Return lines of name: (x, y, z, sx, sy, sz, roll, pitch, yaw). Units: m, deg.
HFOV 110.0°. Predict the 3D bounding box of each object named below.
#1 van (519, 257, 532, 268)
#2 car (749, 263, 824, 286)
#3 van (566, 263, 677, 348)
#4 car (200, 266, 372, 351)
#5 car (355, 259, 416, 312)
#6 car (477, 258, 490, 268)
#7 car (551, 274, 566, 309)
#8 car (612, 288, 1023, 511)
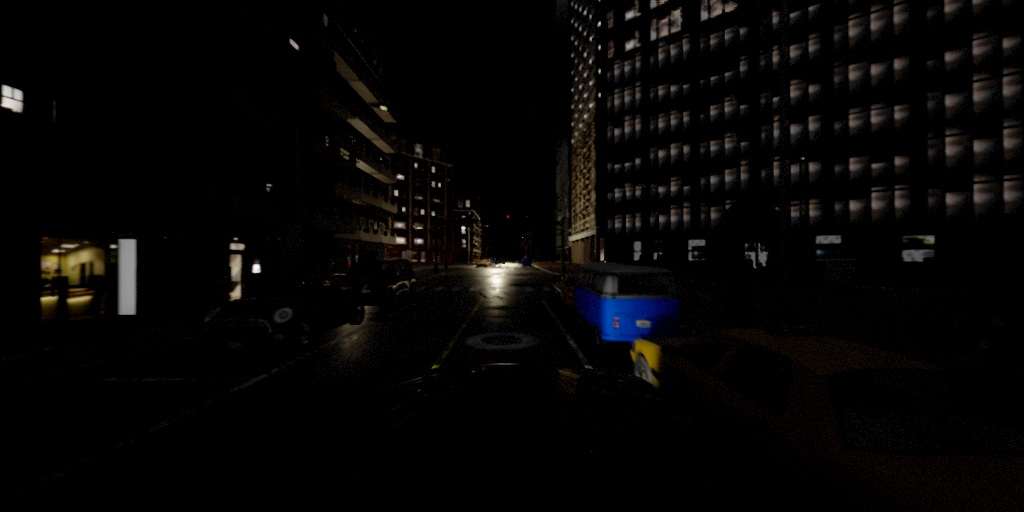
van: (2.591, 1.111, 63.404, 1.690, 1.789, 3.998, 0, 0, 0)
car: (16.827, 1.120, 21.644, 4.181, 1.385, 1.994, -1, -1, 41)
van: (2.569, 1.085, 8.875, 1.690, 1.789, 3.998, 0, 0, 0)
car: (-5.312, 1.185, 8.873, 1.967, 1.591, 4.097, 0, 0, 0)
car: (-5.309, 1.057, 14.409, 2.192, 1.841, 5.009, 0, 0, 0)
car: (-5.290, 1.296, 63.238, 1.751, 1.417, 4.829, 0, 0, 0)
car: (2.571, 1.267, 14.582, 1.751, 1.417, 4.829, 0, 0, 0)
car: (2.566, 1.274, 3.511, 1.751, 1.417, 4.829, 0, 0, 0)
